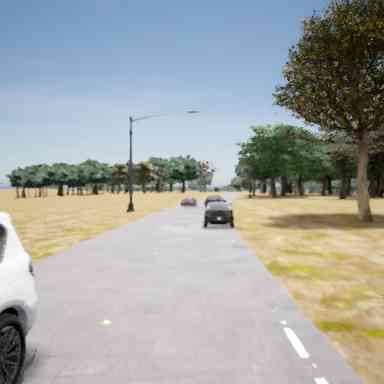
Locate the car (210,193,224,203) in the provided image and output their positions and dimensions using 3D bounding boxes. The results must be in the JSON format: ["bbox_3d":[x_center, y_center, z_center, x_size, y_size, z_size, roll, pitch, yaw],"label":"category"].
[{"bbox_3d":[4.391,1.057,57.701,1.882,1.535,5.008,0,1,9],"label":"car"}]

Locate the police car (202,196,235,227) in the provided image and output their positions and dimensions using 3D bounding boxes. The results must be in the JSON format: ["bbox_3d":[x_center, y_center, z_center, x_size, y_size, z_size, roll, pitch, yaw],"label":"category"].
[{"bbox_3d":[1.718,1.321,21.810,1.930,1.638,5.238,0,0,3],"label":"police car"}]

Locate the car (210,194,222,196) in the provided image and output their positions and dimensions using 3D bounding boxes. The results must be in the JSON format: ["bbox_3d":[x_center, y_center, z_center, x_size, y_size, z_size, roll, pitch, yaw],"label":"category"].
[{"bbox_3d":[2.918,1.193,45.768,1.882,1.535,5.008,0,0,7],"label":"car"}]

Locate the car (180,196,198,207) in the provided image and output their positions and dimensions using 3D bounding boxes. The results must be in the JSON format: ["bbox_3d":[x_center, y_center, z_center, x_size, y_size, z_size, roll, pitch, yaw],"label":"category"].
[{"bbox_3d":[-0.389,1.286,44.528,1.994,1.385,4.181,0,1,7],"label":"car"}]

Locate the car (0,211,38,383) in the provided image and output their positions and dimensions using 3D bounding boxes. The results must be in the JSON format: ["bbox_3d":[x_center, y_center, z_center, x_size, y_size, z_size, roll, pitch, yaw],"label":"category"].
[{"bbox_3d":[-3.062,1.211,2.031,2.150,2.045,5.566,0,0,0],"label":"car"}]
